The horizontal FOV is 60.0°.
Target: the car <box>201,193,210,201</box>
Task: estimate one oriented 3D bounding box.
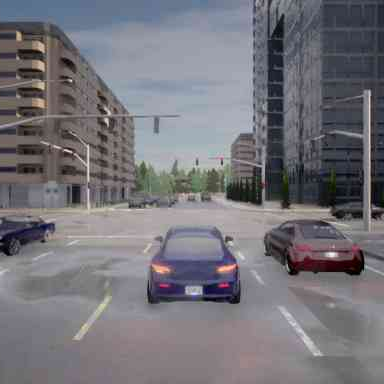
[{"bbox_3d":[3.453,1.225,87.750,2.150,2.045,5.566,0,0,1],"label":"car"}]

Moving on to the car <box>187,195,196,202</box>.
[{"bbox_3d":[-0.157,1.540,77.379,2.033,1.411,5.357,0,0,1],"label":"car"}]

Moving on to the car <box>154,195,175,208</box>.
[{"bbox_3d":[-3.993,1.352,48.931,2.097,1.767,4.553,0,0,0],"label":"car"}]

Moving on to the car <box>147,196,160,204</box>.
[{"bbox_3d":[-7.354,1.478,63.680,1.882,1.535,5.008,0,0,1],"label":"car"}]

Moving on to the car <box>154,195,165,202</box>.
[{"bbox_3d":[-7.194,1.496,74.038,1.837,1.490,4.892,0,0,1],"label":"car"}]

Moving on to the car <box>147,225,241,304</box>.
[{"bbox_3d":[0.046,1.526,8.021,1.812,1.442,4.674,0,0,0],"label":"car"}]

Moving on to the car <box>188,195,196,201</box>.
[{"bbox_3d":[-0.048,1.525,87.723,2.128,1.511,4.902,0,0,1],"label":"car"}]

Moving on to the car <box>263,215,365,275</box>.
[{"bbox_3d":[3.555,1.564,10.444,1.994,1.385,4.181,0,0,0],"label":"car"}]

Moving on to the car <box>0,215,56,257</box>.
[{"bbox_3d":[-7.133,1.601,13.127,1.895,1.301,4.718,0,0,-2],"label":"car"}]

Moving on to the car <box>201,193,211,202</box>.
[{"bbox_3d":[3.344,1.355,77.587,2.097,1.767,4.553,0,0,1],"label":"car"}]

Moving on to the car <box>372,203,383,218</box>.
[{"bbox_3d":[19.456,1.656,30.628,4.718,1.301,1.895,0,0,0],"label":"car"}]

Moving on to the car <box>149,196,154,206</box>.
[{"bbox_3d":[-7.465,1.564,54.864,1.994,1.385,4.181,0,0,2],"label":"car"}]

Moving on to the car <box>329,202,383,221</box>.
[{"bbox_3d":[13.679,1.561,26.936,4.892,1.490,1.837,0,0,0],"label":"car"}]

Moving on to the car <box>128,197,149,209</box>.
[{"bbox_3d":[-7.503,1.505,45.970,1.837,1.490,4.892,0,0,1],"label":"car"}]

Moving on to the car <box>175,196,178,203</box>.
[{"bbox_3d":[-3.939,1.526,58.418,1.812,1.442,4.674,0,0,1],"label":"car"}]
